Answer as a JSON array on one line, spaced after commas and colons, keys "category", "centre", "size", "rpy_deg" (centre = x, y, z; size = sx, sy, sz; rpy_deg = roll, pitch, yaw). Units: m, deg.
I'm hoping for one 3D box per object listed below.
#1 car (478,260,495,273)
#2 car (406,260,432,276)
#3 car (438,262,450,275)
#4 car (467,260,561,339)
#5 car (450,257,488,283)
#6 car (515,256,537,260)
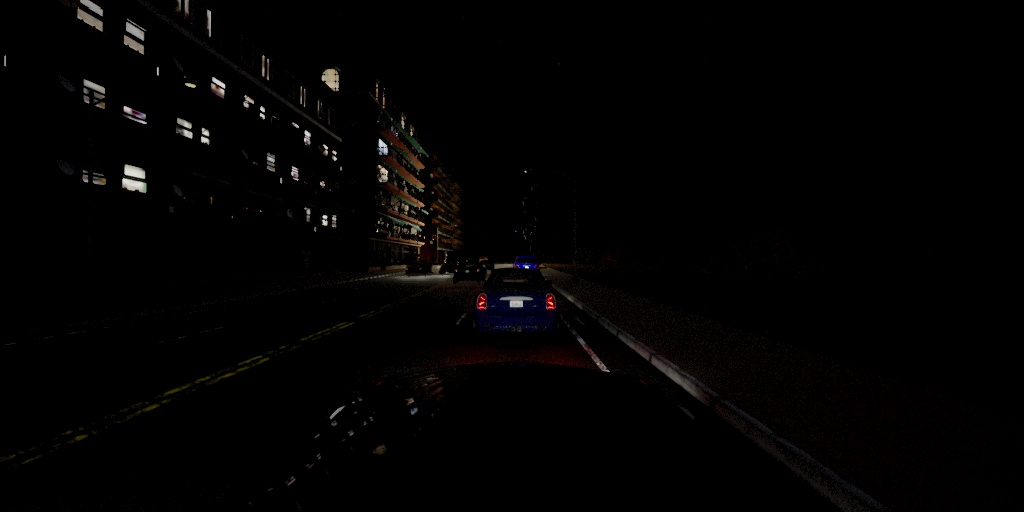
[{"category": "car", "centre": [-3.130, 1.260, 44.998], "size": [1.837, 1.490, 4.892], "rpy_deg": [0, 0, 0]}, {"category": "car", "centre": [-9.836, 1.233, 38.182], "size": [1.882, 1.535, 5.008], "rpy_deg": [0, 0, 0]}, {"category": "car", "centre": [-6.585, 1.303, 38.868], "size": [2.033, 1.411, 5.357], "rpy_deg": [0, 0, 0]}, {"category": "car", "centre": [0.103, 1.104, 10.232], "size": [2.097, 1.767, 4.553], "rpy_deg": [0, 0, 0]}, {"category": "car", "centre": [-3.142, 1.107, 27.683], "size": [2.097, 1.767, 4.553], "rpy_deg": [0, 0, 1]}, {"category": "car", "centre": [1.150, 0.980, 30.186], "size": [2.150, 2.045, 5.566], "rpy_deg": [0, 0, 0]}]
